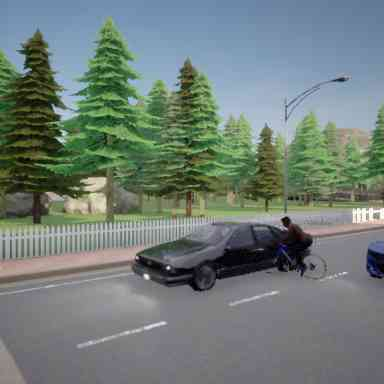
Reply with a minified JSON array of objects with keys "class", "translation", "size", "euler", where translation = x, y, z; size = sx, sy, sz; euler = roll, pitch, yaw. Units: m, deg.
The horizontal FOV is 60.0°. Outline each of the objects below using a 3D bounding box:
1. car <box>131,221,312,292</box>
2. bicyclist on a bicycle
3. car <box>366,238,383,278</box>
[{"class":"car","translation":[1.097,1.547,9.183],"size":[5.357,1.411,2.033],"euler":[0,0,-37]},{"class":"bicyclist on a bicycle","translation":[2.607,1.453,8.626],"size":[1.656,1.620,0.582],"euler":[0,5,28]},{"class":"car","translation":[6.655,1.478,8.983],"size":[5.008,1.535,1.882],"euler":[0,0,-35]}]
